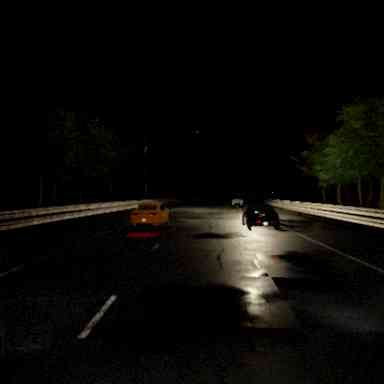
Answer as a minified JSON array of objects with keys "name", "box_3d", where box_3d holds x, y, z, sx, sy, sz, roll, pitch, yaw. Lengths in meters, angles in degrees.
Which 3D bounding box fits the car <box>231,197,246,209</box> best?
[{"name":"car","box_3d":[6.943,1.864,51.140,1.895,1.301,4.718,0,-1,8]}]

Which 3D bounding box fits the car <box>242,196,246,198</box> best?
[{"name":"car","box_3d":[8.490,1.940,61.768,2.033,1.411,5.357,0,-1,9]}]

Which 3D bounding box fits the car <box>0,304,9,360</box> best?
[{"name":"car","box_3d":[-3.345,1.346,2.299,2.097,1.767,4.553,0,0,0]}]

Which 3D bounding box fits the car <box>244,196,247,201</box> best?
[{"name":"car","box_3d":[10.325,2.049,72.376,1.882,1.535,5.008,0,-1,11]}]

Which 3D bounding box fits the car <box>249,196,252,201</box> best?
[{"name":"car","box_3d":[14.846,2.422,93.442,2.128,1.511,4.902,0,-1,14]}]

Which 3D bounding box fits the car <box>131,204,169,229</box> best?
[{"name":"car","box_3d":[-2.691,1.512,22.093,1.882,1.535,5.008,0,0,3]}]

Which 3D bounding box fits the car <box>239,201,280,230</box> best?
[{"name":"car","box_3d":[4.264,1.534,21.106,1.837,1.490,4.892,0,0,3]}]

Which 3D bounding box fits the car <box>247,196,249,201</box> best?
[{"name":"car","box_3d":[12.444,2.229,82.929,1.882,1.535,5.008,0,-1,12]}]
